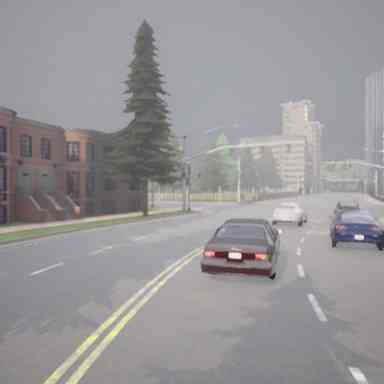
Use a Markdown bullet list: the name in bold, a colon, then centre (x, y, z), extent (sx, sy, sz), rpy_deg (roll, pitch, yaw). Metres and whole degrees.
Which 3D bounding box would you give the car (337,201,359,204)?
- **car**: centre (10.753, 1.367, 22.963), extent (2.128, 1.511, 4.902), rpy_deg (0, 0, 25)

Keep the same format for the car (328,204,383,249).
- **car**: centre (6.863, 1.449, 14.131), extent (1.812, 1.442, 4.674), rpy_deg (0, 1, 21)

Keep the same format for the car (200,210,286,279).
- **car**: centre (1.661, 1.488, 10.018), extent (2.033, 1.411, 5.357), rpy_deg (0, 0, 16)

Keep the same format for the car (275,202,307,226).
- **car**: centre (6.492, 1.400, 22.068), extent (1.812, 1.442, 4.674), rpy_deg (0, 0, 24)
